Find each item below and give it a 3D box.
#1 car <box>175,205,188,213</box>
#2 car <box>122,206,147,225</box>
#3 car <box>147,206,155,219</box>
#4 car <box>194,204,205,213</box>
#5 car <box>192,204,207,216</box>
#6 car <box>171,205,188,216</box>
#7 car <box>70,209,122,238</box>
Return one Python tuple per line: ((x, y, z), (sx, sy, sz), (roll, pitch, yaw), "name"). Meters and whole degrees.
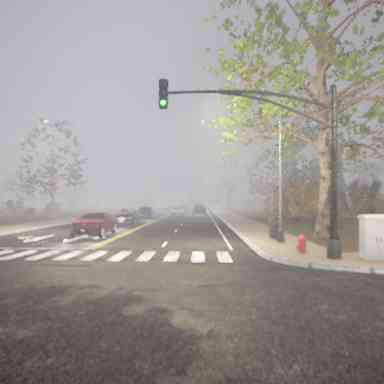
((-1.813, 3.089, 60.481), (2.033, 1.411, 5.357), (0, -1, 2), "car")
((-5.964, 2.264, 31.026), (2.128, 1.511, 4.902), (0, -2, 2), "car")
((-5.685, 2.543, 41.207), (1.837, 1.490, 4.892), (0, -1, 2), "car")
((1.436, 3.027, 60.393), (1.882, 1.535, 5.008), (0, -1, 2), "car")
((1.158, 2.645, 50.337), (2.097, 1.767, 4.553), (0, -1, 2), "car")
((-2.089, 2.889, 50.514), (1.895, 1.301, 4.718), (0, -1, 2), "car")
((-6.227, 2.001, 21.557), (1.882, 1.535, 5.008), (0, -2, 1), "car")
